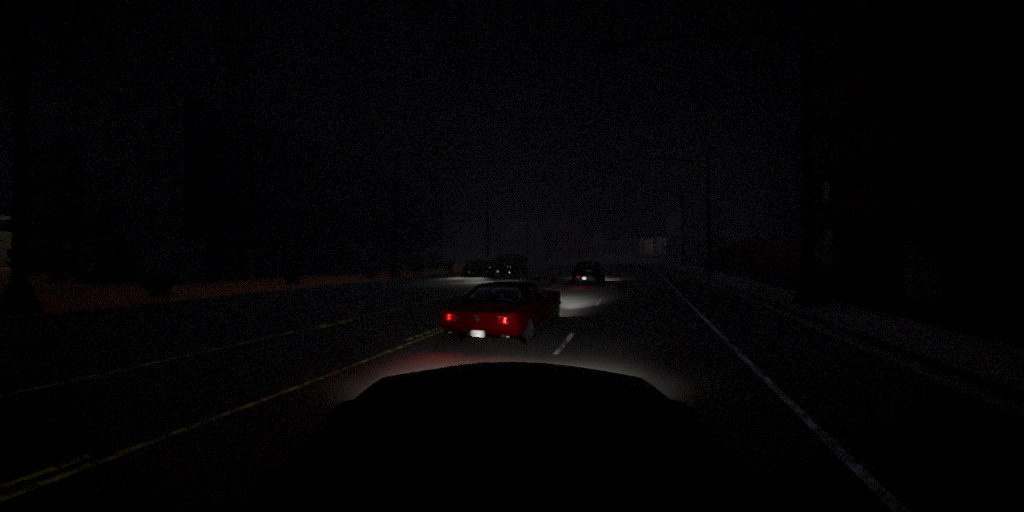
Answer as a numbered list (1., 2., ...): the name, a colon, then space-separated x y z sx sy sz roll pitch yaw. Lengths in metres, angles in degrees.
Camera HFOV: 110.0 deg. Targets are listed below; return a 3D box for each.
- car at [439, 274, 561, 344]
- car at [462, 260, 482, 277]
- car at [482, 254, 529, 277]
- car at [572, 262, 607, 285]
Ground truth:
1. car: 0.015 1.356 9.755 1.895 1.301 4.718 0 0 19
2. car: -2.939 1.123 33.500 1.837 1.490 4.892 0 0 20
3. car: -0.212 0.836 30.725 2.150 2.045 5.566 0 0 19
4. car: 5.386 1.114 24.955 1.837 1.490 4.892 0 1 19
